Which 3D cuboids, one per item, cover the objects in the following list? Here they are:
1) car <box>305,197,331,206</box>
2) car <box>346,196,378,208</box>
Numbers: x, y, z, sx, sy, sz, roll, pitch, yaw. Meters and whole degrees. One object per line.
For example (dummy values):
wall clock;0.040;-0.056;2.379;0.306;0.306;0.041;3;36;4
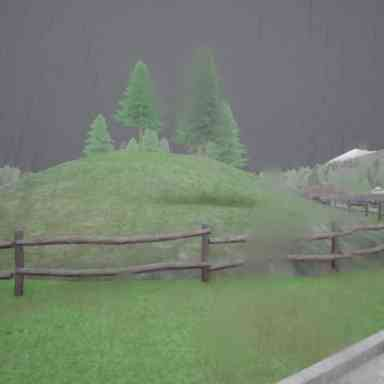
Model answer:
car;20.061;1.505;53.074;1.837;1.490;4.892;0;0;-15
car;24.825;1.352;48.726;2.097;1.767;4.553;0;0;-16
